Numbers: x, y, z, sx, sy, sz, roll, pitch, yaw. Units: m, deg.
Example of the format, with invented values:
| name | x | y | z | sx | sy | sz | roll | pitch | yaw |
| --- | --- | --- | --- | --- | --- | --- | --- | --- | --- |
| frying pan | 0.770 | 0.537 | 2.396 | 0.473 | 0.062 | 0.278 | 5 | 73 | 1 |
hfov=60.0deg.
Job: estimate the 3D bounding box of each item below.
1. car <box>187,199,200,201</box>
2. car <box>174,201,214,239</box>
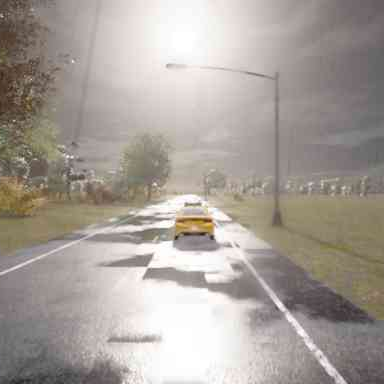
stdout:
| name | x | y | z | sx | sy | sz | roll | pitch | yaw |
| --- | --- | --- | --- | --- | --- | --- | --- | --- | --- |
| car | 0.117 | 1.494 | 35.775 | 2.128 | 1.511 | 4.902 | 0 | 0 | 0 |
| car | 0.120 | 1.477 | 17.380 | 1.882 | 1.535 | 5.008 | 0 | 0 | 0 |
